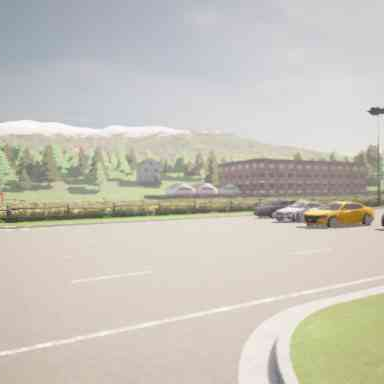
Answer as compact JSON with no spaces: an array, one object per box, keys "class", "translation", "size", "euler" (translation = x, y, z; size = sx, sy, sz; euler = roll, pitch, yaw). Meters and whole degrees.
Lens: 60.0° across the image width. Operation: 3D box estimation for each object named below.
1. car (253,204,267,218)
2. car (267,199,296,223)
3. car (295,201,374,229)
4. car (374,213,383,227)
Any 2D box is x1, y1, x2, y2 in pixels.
[{"class":"car","translation":[7.351,1.374,27.624],"size":[4.892,1.490,1.837],"euler":[-1,0,-27]},{"class":"car","translation":[8.058,1.392,24.037],"size":[4.674,1.442,1.812],"euler":[-1,0,-27]},{"class":"car","translation":[9.129,1.337,20.668],"size":[5.008,1.535,1.882],"euler":[-1,0,-27]},{"class":"car","translation":[12.742,1.173,18.589],"size":[4.553,1.767,2.097],"euler":[-1,0,-27]}]
